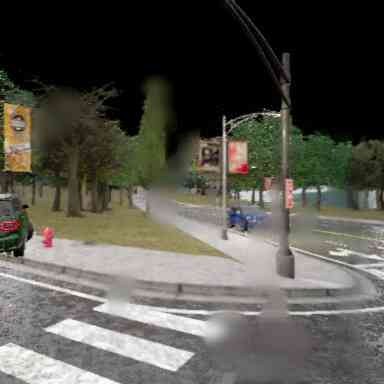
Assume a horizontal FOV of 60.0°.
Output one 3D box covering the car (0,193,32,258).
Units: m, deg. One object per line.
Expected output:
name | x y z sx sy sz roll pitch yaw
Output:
car | -6.871 1.056 11.339 2.150 2.045 5.566 -3 3 -24

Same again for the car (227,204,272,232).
car | 4.651 2.093 27.768 2.150 2.045 5.566 0 -1 -12
